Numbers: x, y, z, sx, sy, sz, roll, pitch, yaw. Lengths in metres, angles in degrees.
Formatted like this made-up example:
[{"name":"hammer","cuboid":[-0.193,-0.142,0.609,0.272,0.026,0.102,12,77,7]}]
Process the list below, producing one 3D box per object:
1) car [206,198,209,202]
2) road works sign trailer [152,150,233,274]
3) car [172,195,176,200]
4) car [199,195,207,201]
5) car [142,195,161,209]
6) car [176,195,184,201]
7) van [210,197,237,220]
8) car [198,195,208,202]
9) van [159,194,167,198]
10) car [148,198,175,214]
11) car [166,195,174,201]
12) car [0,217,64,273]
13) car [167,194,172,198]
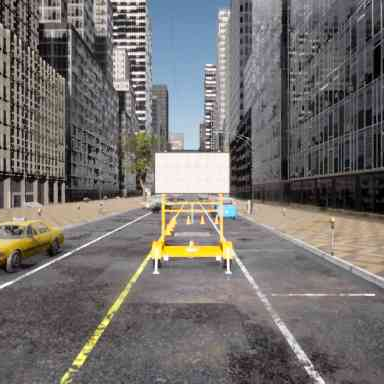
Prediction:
[{"name":"car","cuboid":[2.719,1.529,33.679,1.752,1.417,4.829,0,0,0]},{"name":"road works sign trailer","cuboid":[0.009,0.464,10.577,2.380,3.560,2.880,0,0,0]},{"name":"car","cuboid":[-5.618,1.329,78.862,2.192,1.841,5.009,0,0,0]},{"name":"car","cuboid":[2.768,1.561,84.521,1.887,1.381,4.507,0,0,0]},{"name":"car","cuboid":[-5.651,1.531,44.684,1.752,1.417,4.829,0,0,0]},{"name":"car","cuboid":[-2.921,1.563,83.459,2.033,1.411,5.357,0,0,0]},{"name":"van","cuboid":[2.713,1.343,27.841,1.690,1.788,3.998,0,0,0]},{"name":"car","cuboid":[2.757,1.563,73.185,2.008,1.369,4.403,0,0,0]},{"name":"van","cuboid":[-5.640,1.350,56.191,1.690,1.788,3.998,0,0,0]},{"name":"car","cuboid":[-3.070,1.604,34.629,1.895,1.301,4.718,0,0,0]},{"name":"car","cuboid":[-5.613,1.541,84.360,1.752,1.417,4.829,0,0,0]},{"name":"car","cuboid":[-5.683,1.526,10.677,1.752,1.417,4.829,0,0,0]},{"name":"car","cuboid":[-5.628,1.562,67.526,2.008,1.369,4.403,0,0,0]}]
